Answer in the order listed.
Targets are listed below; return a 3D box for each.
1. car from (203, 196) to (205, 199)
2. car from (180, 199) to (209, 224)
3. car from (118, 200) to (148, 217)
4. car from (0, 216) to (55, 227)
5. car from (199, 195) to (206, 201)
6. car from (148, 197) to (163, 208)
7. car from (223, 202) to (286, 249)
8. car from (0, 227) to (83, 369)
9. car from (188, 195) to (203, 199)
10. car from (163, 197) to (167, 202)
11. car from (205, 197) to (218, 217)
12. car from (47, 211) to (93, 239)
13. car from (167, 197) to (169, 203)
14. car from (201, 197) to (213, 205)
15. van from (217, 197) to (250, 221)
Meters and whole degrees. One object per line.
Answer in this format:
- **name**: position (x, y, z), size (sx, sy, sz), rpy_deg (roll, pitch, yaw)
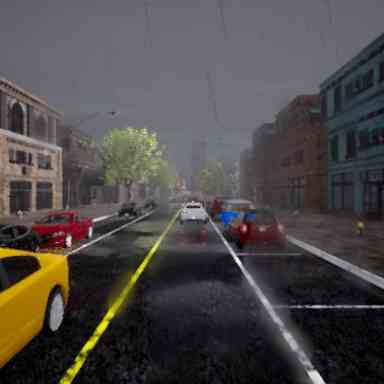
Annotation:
- **car**: position (2.696, 1.589, 47.866), size (2.008, 1.369, 4.403), rpy_deg (-1, 0, 0)
- **car**: position (0.106, 1.546, 25.160), size (1.812, 1.442, 4.674), rpy_deg (0, 0, 0)
- **car**: position (-5.687, 1.591, 31.235), size (1.947, 1.339, 4.313), rpy_deg (0, 0, 0)
- **car**: position (-5.690, 1.573, 9.059), size (1.947, 1.339, 4.313), rpy_deg (-1, 0, 0)
- **car**: position (2.703, 1.592, 86.845), size (1.752, 1.417, 4.829), rpy_deg (-1, 0, 0)
- **car**: position (-5.684, 1.604, 47.867), size (1.947, 1.339, 4.313), rpy_deg (0, 0, 0)
- **car**: position (2.689, 1.452, 14.602), size (1.967, 1.590, 4.097), rpy_deg (-1, 0, 0)
- **car**: position (-3.093, 1.481, 3.884), size (1.882, 1.535, 5.008), rpy_deg (0, 0, 0)
- **car**: position (0.108, 1.389, 46.048), size (2.097, 1.767, 4.553), rpy_deg (0, 0, 0)
- **car**: position (-5.684, 1.593, 53.411), size (2.008, 1.369, 4.403), rpy_deg (0, 0, 0)
- **car**: position (2.691, 1.340, 31.234), size (2.192, 1.841, 5.009), rpy_deg (-1, 0, 0)
- **car**: position (-5.690, 1.557, 14.603), size (1.887, 1.381, 4.507), rpy_deg (-1, 0, 0)
- **car**: position (-5.680, 1.636, 70.044), size (1.802, 1.307, 4.206), rpy_deg (0, 0, 0)
- **car**: position (2.698, 1.591, 58.954), size (1.887, 1.381, 4.507), rpy_deg (-1, 0, 0)
- **van**: position (2.690, 1.358, 20.146), size (1.690, 1.788, 3.998), rpy_deg (-1, 0, 0)
